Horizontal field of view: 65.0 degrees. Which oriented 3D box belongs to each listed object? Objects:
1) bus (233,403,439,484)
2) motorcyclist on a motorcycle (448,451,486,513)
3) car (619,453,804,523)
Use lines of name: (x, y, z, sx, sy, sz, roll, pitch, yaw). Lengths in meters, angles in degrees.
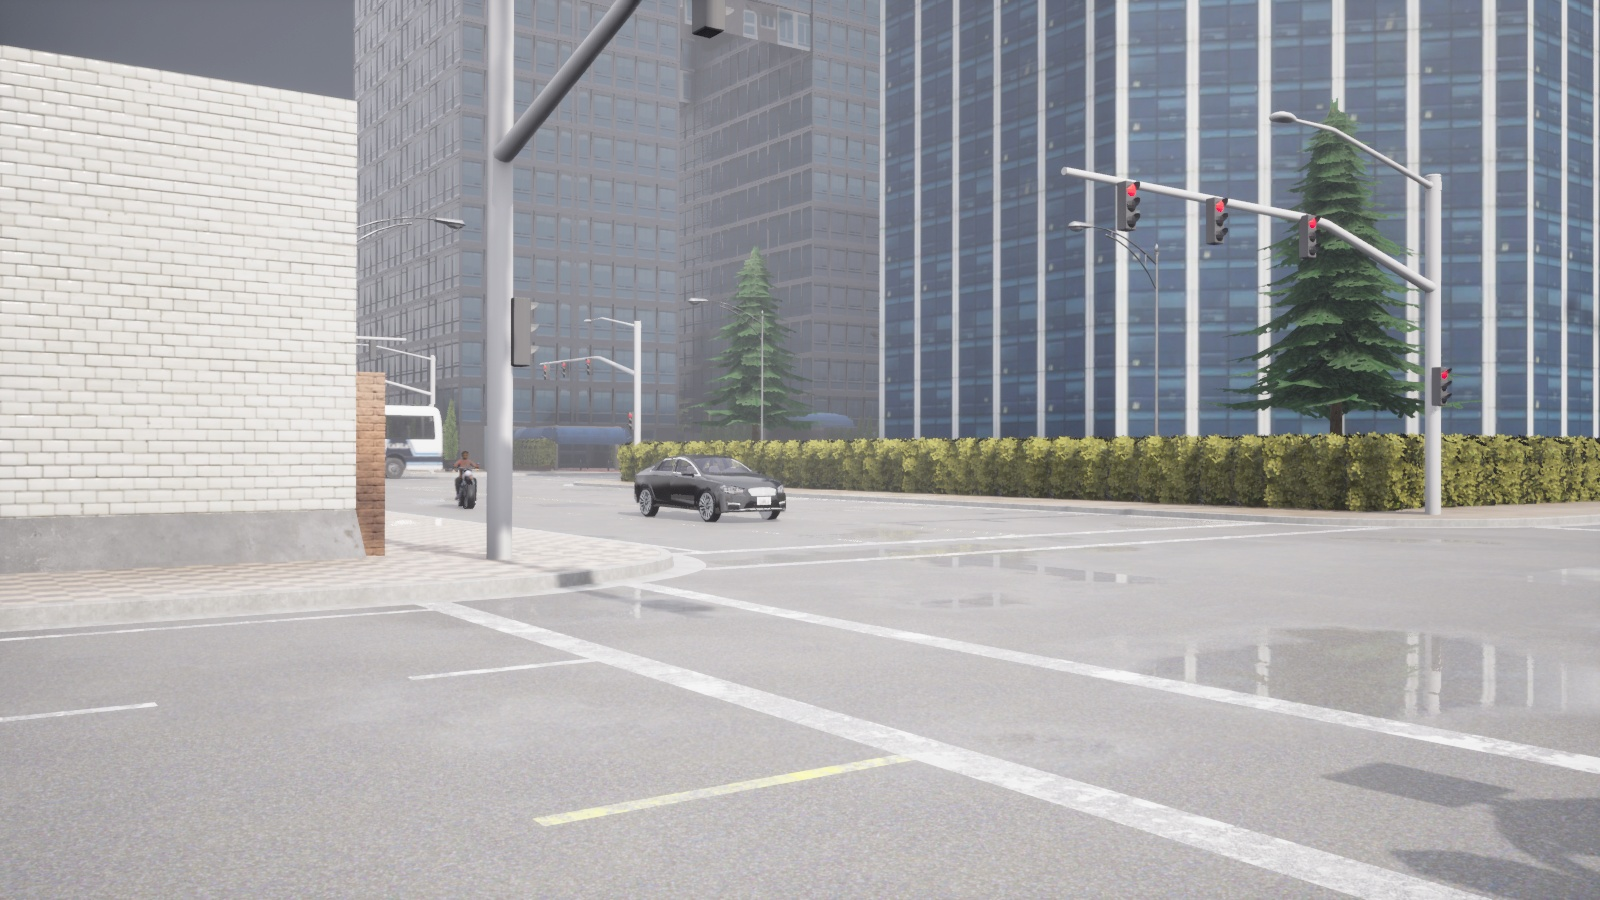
bus: (-26.164, -0.347, 71.082, 10.273, 4.253, 3.944, 0, 0, -36)
motorcyclist on a motorcycle: (-9.190, 0.855, 34.595, 0.766, 1.649, 2.350, 0, 0, -21)
car: (-2.194, 0.834, 29.697, 2.128, 1.511, 4.902, 0, 0, -35)
